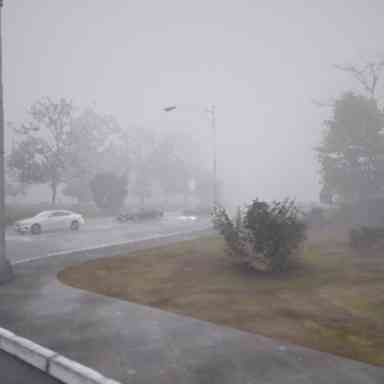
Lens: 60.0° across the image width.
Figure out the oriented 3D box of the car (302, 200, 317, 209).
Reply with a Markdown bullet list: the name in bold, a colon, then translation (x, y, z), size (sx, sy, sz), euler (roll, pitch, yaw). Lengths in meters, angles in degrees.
- **car**: translation (19.219, 1.990, 54.740), size (2.033, 1.411, 5.357), euler (-2, -2, 32)

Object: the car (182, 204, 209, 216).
- **car**: translation (0.603, 2.050, 38.725), size (1.994, 1.385, 4.181), euler (-2, -1, 31)

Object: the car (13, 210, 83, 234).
- **car**: translation (-9.655, 1.964, 22.724), size (1.812, 1.442, 4.674), euler (-2, -1, 34)

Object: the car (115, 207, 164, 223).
- **car**: translation (-4.711, 2.051, 30.316), size (1.895, 1.301, 4.718), euler (-2, -1, 33)
